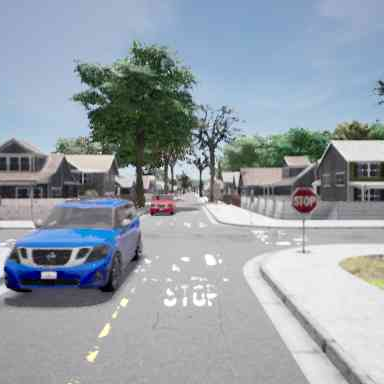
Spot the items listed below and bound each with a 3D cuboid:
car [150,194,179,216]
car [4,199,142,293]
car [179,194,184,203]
[{"bbox_3d":[-2.739,1.179,32.266,2.150,2.045,5.566,0,0,0],"label":"car"},{"bbox_3d":[-2.746,1.243,9.142,2.150,2.045,5.566,0,0,0],"label":"car"},{"bbox_3d":[-2.728,1.193,67.183,2.097,1.767,4.553,0,0,0],"label":"car"}]
